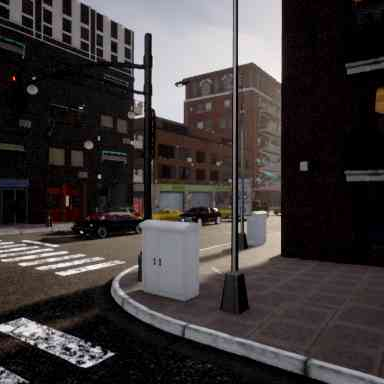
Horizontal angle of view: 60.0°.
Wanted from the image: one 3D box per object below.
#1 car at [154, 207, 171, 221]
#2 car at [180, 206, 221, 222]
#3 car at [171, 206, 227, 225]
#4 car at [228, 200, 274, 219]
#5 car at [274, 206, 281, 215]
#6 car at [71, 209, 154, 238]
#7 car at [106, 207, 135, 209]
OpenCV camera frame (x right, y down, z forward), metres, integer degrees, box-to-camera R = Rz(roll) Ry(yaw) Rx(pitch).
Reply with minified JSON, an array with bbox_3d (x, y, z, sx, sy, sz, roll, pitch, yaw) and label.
[{"bbox_3d":[-2.353,1.944,27.528,1.752,1.417,4.829,-1,-2,35],"label":"car"},{"bbox_3d":[0.905,2.092,32.196,1.947,1.339,4.313,-1,-2,35],"label":"car"},{"bbox_3d":[0.700,1.962,27.349,1.837,1.490,4.892,0,-1,35],"label":"car"},{"bbox_3d":[6.385,1.866,35.494,2.150,2.045,5.566,0,-1,35],"label":"car"},{"bbox_3d":[12.562,2.395,44.273,2.033,1.411,5.357,0,-1,35],"label":"car"},{"bbox_3d":[-4.667,1.881,19.663,1.895,1.301,4.718,0,-1,35],"label":"car"},{"bbox_3d":[-5.416,1.758,23.141,1.967,1.590,4.097,-1,-2,35],"label":"car"}]
